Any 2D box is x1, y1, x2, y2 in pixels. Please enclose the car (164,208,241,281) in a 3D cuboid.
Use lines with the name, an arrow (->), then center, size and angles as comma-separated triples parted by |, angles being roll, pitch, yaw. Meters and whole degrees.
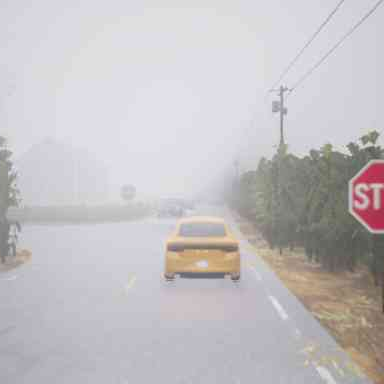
car -> 0.317, 1.464, 9.900 | 1.882, 1.535, 5.008 | 0, 0, 2

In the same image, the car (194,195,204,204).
car -> 0.934, 1.270, 58.791 | 2.097, 1.767, 4.553 | 0, 0, 6

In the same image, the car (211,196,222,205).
car -> 4.254, 1.445, 58.515 | 1.812, 1.442, 4.674 | 0, 0, 5

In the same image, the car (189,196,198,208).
car -> -0.803, 1.507, 40.425 | 1.994, 1.385, 4.181 | 0, 0, 5

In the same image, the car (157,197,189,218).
car -> -1.777, 1.310, 29.770 | 2.097, 1.767, 4.553 | 0, 0, 5
